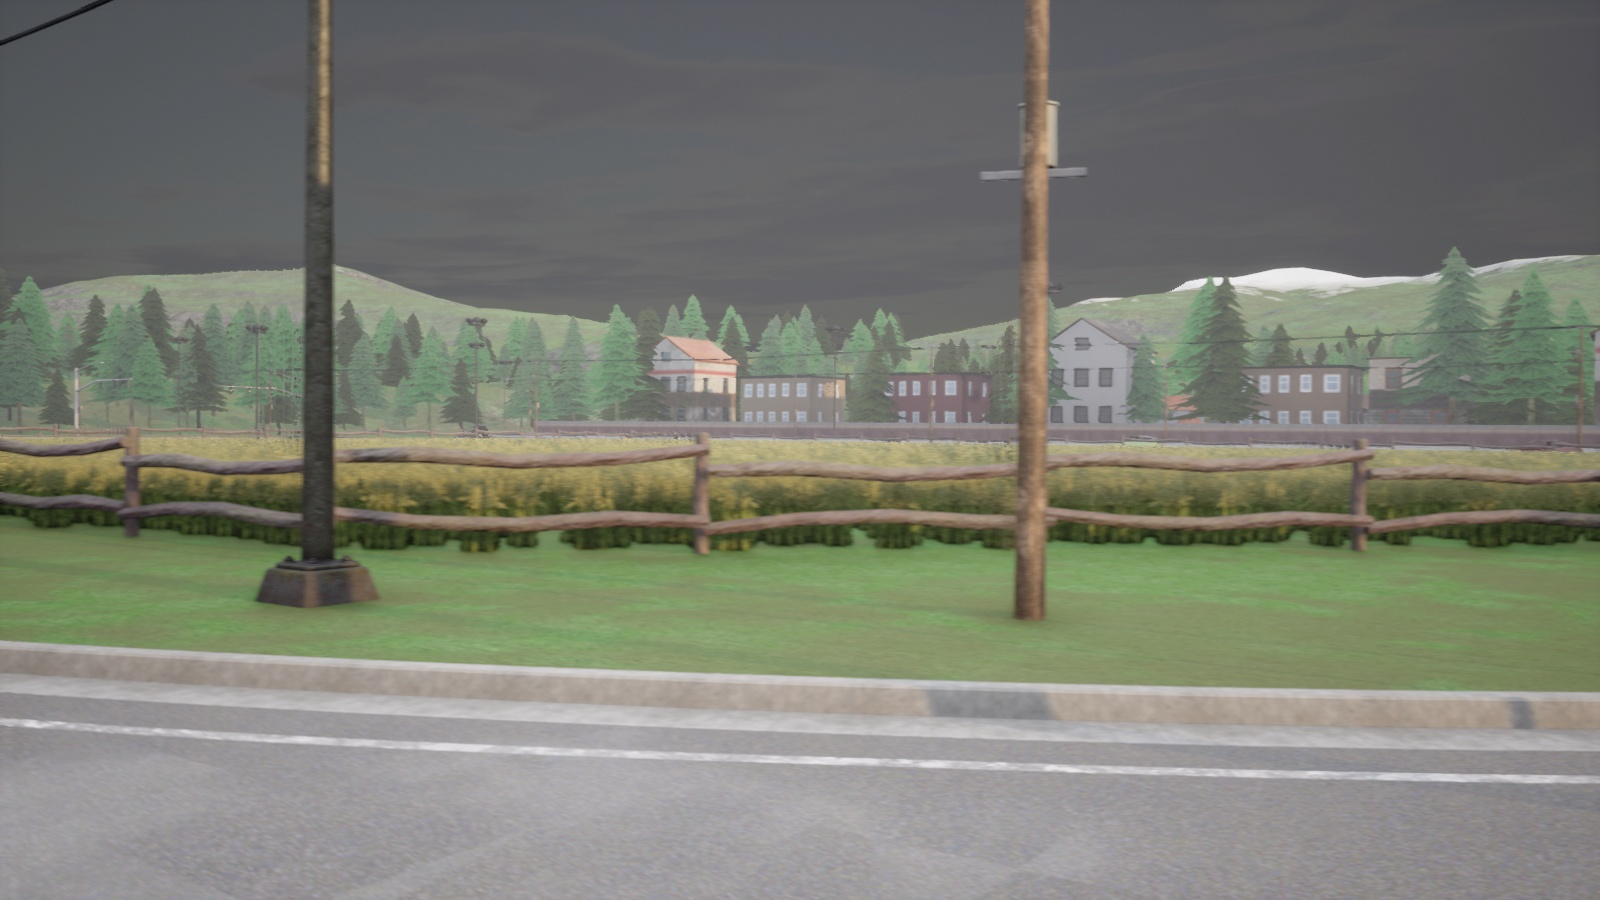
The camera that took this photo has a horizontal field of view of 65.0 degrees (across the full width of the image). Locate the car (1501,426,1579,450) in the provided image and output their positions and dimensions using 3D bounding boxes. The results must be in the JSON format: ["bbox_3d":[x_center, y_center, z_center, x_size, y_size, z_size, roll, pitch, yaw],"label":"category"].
[{"bbox_3d":[46.978,-0.773,79.747,4.193,1.474,1.816,0,1,34],"label":"car"}]

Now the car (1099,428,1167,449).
[{"bbox_3d":[25.033,-0.864,94.469,4.514,1.525,2.007,0,1,34],"label":"car"}]
